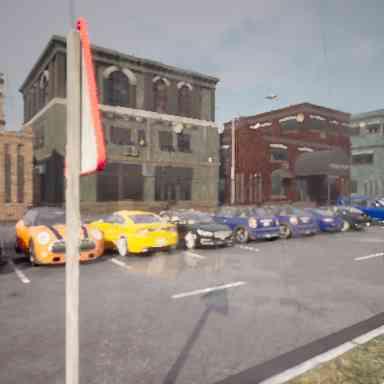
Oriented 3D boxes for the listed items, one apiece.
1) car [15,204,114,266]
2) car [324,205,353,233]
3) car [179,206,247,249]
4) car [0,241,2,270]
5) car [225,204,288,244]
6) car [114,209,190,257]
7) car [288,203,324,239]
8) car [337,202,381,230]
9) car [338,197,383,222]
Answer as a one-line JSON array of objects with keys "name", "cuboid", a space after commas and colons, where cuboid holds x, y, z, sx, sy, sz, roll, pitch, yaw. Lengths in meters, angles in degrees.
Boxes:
[{"name": "car", "cuboid": [-4.758, 1.345, 11.662, 2.185, 1.767, 4.553, 1, 0, -35]}, {"name": "car", "cuboid": [6.580, 1.625, 19.693, 2.002, 1.452, 4.674, 1, 0, -35]}, {"name": "car", "cuboid": [-0.216, 1.515, 14.865, 2.231, 1.521, 4.892, 1, 0, -35]}, {"name": "car", "cuboid": [-7.001, 1.450, 10.020, 2.097, 1.535, 5.008, 1, 0, -35]}, {"name": "car", "cuboid": [2.069, 1.411, 16.446, 2.185, 1.767, 4.553, 1, 0, -35]}, {"name": "car", "cuboid": [-2.472, 1.492, 13.246, 2.097, 1.535, 5.008, 1, 0, -35]}, {"name": "car", "cuboid": [4.334, 1.435, 18.058, 2.185, 1.767, 4.553, 1, 0, -35]}, {"name": "car", "cuboid": [8.846, 1.613, 21.302, 2.231, 1.521, 4.892, 1, 0, -35]}, {"name": "car", "cuboid": [13.389, 1.416, 24.508, 2.435, 2.045, 5.566, 1, 0, -35]}]
